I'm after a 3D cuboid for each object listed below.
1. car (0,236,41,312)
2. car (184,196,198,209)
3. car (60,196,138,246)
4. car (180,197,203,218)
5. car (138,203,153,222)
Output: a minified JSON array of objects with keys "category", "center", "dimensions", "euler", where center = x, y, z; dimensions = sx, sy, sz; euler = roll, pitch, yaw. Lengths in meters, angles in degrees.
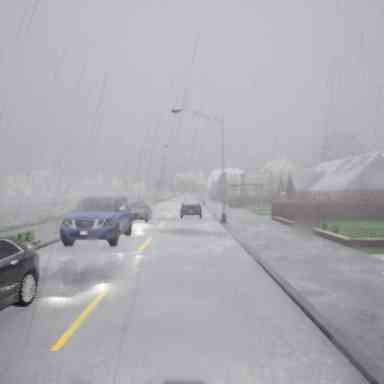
[{"category":"car","center":[-4.116,1.503,5.180],"dimensions":[1.837,1.490,4.892],"euler":[0,0,0]},{"category":"car","center":[-0.116,1.418,45.668],"dimensions":[1.882,1.535,5.008],"euler":[0,0,0]},{"category":"car","center":[-4.157,1.205,15.466],"dimensions":[2.150,2.045,5.566],"euler":[0,0,-1]},{"category":"car","center":[-0.057,1.439,29.724],"dimensions":[1.882,1.535,5.008],"euler":[0,0,0]},{"category":"car","center":[-4.165,1.535,25.543],"dimensions":[1.994,1.385,4.181],"euler":[0,0,0]}]
